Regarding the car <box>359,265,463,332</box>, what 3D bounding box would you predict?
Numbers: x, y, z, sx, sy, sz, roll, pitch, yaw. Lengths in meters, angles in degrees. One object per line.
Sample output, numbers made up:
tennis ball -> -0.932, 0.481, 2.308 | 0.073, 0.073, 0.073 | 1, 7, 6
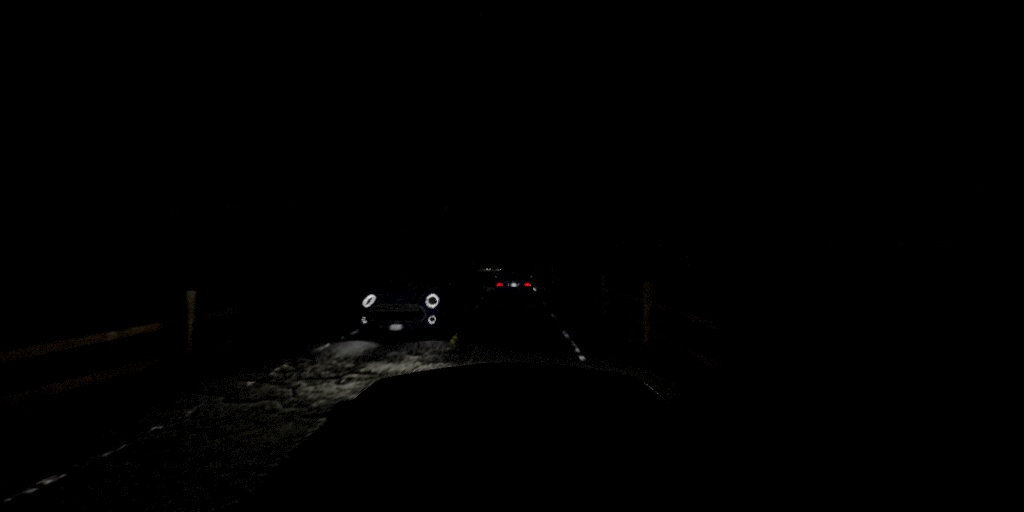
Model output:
car -> -2.758, 1.104, 10.768 | 2.097, 1.767, 4.553 | 0, 0, 0

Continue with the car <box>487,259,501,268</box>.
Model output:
car -> -2.811, 1.290, 57.196 | 1.837, 1.490, 4.892 | 0, 0, 0

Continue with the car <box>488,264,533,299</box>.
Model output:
car -> 0.079, 1.297, 18.000 | 2.033, 1.411, 5.357 | 0, 0, 0

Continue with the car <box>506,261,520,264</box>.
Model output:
car -> 0.055, 1.259, 37.139 | 1.837, 1.490, 4.892 | 0, 0, 0
